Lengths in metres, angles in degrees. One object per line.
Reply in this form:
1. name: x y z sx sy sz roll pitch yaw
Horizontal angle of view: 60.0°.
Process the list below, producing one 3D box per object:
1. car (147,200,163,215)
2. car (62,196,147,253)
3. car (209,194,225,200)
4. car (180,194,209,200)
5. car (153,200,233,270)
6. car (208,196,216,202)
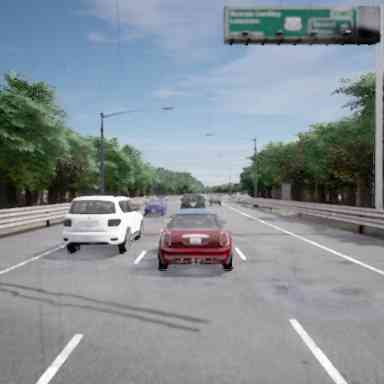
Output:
1. car: -3.398 1.488 31.736 1.812 1.442 4.674 0 0 0
2. car: -3.407 1.189 13.678 2.150 2.045 5.566 0 0 0
3. car: 3.825 1.440 54.865 2.128 1.511 4.902 0 0 1
4. car: 0.094 1.183 29.940 2.150 2.045 5.566 0 0 0
5. car: 0.094 1.325 11.060 2.097 1.767 4.553 0 0 0
6. car: 4.750 1.714 78.678 1.895 1.301 4.718 0 0 3
